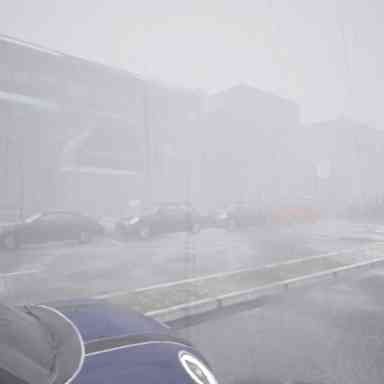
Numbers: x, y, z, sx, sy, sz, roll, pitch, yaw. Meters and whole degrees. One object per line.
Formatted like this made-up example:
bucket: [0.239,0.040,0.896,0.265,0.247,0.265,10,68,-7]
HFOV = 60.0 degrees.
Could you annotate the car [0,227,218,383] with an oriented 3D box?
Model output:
car: [-1.933,1.350,2.062,4.553,1.767,2.097,0,0,-36]

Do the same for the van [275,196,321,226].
van: [7.209,1.272,23.673,4.442,1.987,1.878,0,0,-36]

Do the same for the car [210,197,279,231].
car: [2.839,1.358,20.538,4.553,1.767,2.185,0,0,-36]

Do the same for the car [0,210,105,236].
car: [-6.062,1.494,14.152,4.674,1.452,2.002,0,0,-36]

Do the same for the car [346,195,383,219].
car: [16.361,1.278,30.239,5.566,2.045,2.435,0,0,-36]

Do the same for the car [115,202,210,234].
car: [-1.650,1.343,17.317,4.553,1.767,2.185,0,0,-36]
